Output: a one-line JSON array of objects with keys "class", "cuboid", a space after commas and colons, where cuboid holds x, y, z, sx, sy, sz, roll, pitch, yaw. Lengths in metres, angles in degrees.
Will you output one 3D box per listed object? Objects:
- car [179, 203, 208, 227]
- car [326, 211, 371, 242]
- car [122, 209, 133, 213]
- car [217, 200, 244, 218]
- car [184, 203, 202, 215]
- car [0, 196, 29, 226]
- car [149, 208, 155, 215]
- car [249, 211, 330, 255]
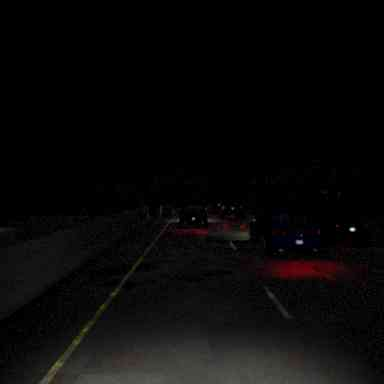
[{"class": "car", "cuboid": [0.098, 1.581, 23.858, 1.882, 1.535, 5.008, 0, 0, 0]}, {"class": "car", "cuboid": [7.100, 1.636, 16.730, 1.994, 1.385, 4.181, 0, 0, 0]}, {"class": "car", "cuboid": [-10.505, 3.516, 55.594, 1.812, 1.442, 4.674, 0, -7, 0]}, {"class": "car", "cuboid": [3.599, 1.540, 31.630, 2.097, 1.767, 4.553, 0, -1, 0]}, {"class": "car", "cuboid": [0.099, 2.214, 42.757, 2.128, 1.511, 4.902, 0, -4, 0]}, {"class": "car", "cuboid": [-14.095, 1.325, 24.335, 2.150, 2.045, 5.566, 0, 0, 0]}, {"class": "car", "cuboid": [-7.002, 3.196, 52.727, 2.033, 1.411, 5.357, 0, -6, 0]}, {"class": "car", "cuboid": [3.599, 1.537, 13.608, 1.882, 1.535, 5.008, 0, 0, 0]}]
